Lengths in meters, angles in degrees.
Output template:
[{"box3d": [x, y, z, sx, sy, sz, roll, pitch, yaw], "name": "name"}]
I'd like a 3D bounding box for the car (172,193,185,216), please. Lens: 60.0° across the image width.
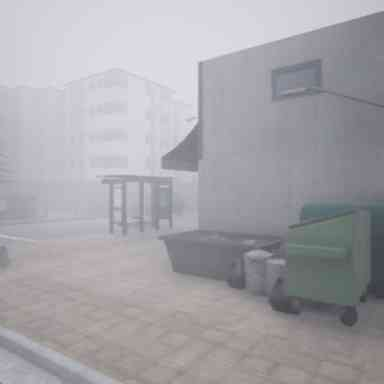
[{"box3d": [-2.881, 1.075, 28.646, 2.150, 2.045, 5.566, 0, 0, 36], "name": "car"}]
